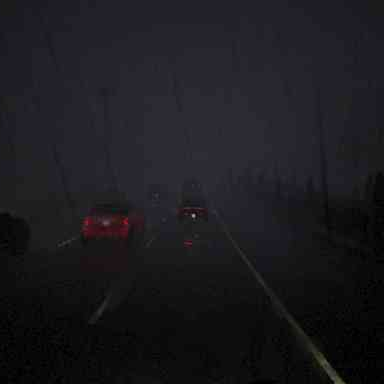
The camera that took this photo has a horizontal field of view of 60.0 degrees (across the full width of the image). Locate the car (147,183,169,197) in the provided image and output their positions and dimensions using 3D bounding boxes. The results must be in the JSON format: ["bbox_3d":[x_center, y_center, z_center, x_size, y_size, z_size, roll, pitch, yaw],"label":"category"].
[{"bbox_3d":[-3.479,-0.242,34.982,1.895,1.301,4.718,0,7,0],"label":"car"}]

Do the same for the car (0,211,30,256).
[{"bbox_3d":[-6.902,1.203,9.627,2.150,2.045,5.566,0,1,0],"label":"car"}]

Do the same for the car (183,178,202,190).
[{"bbox_3d":[0.006,-0.897,38.355,2.097,1.767,4.553,0,7,0],"label":"car"}]

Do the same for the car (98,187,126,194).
[{"bbox_3d":[-6.946,0.348,28.765,2.128,1.511,4.902,0,6,0],"label":"car"}]

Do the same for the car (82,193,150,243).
[{"bbox_3d":[-3.406,1.161,15.303,2.097,1.767,4.553,0,2,0],"label":"car"}]

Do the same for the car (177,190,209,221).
[{"bbox_3d":[0.084,0.949,21.806,1.837,1.490,4.892,0,4,0],"label":"car"}]
